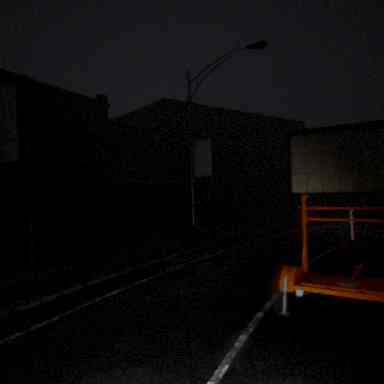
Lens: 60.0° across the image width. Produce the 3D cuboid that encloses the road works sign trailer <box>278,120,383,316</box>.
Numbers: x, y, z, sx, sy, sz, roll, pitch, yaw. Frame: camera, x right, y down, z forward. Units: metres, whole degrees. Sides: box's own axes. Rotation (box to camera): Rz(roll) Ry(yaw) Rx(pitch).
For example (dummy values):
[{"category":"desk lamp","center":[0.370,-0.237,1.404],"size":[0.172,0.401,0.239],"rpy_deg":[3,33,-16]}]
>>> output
[{"category":"road works sign trailer","center":[3.251,0.437,6.753],"size":[2.380,3.560,2.880],"rpy_deg":[-2,-1,34]}]
